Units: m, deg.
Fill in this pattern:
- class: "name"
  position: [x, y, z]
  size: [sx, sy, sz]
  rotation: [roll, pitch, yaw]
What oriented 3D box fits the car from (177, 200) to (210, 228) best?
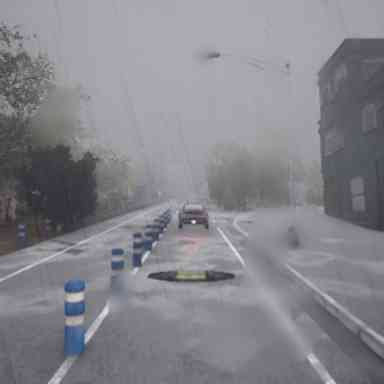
- class: "car"
  position: [0.100, 1.494, 21.925]
  size: [1.837, 1.490, 4.892]
  rotation: [0, 0, 0]
